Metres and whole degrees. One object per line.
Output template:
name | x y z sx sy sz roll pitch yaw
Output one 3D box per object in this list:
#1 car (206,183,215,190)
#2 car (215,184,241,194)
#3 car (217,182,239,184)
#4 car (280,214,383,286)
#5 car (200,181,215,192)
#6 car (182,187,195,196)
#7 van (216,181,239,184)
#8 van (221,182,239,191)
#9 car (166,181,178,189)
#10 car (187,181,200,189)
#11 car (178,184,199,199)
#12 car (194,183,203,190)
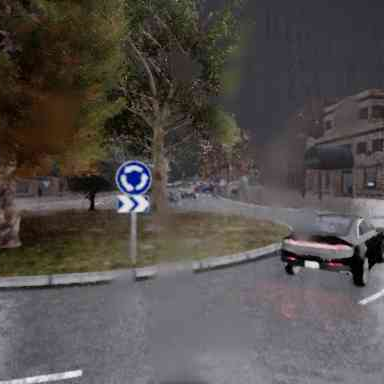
car | 4.715 -1.389 84.502 1.837 1.490 4.892 1 3 8
car | 7.503 -0.340 64.445 4.892 1.521 2.231 1 2 5
car | 7.784 -0.583 67.178 4.553 1.767 2.185 1 3 5
car | 4.056 1.350 9.198 2.128 1.511 4.902 1 1 37
car | 3.451 -0.998 72.993 2.150 2.045 5.566 1 3 5
car | -0.555 -0.141 60.609 1.994 1.385 4.181 1 2 5
van | 7.881 -0.804 69.930 4.442 1.987 1.878 1 3 5
van | 9.182 -1.285 80.643 4.442 1.987 1.878 1 3 7
car | -6.072 -1.674 92.452 2.097 1.535 5.008 1 3 9
car | 0.511 -0.910 73.815 2.097 1.767 4.553 1 3 5
car | -0.562 0.078 50.111 2.097 1.767 4.553 0 2 -4
car | 1.682 -1.416 84.465 1.837 1.490 4.892 1 3 8
